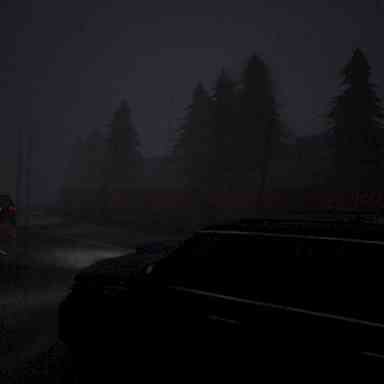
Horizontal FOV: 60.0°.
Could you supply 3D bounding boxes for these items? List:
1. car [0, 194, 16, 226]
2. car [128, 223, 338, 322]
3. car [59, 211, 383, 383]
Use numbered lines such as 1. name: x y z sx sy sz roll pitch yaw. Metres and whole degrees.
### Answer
1. car: -13.483 1.179 22.482 2.150 2.045 5.566 0 0 -38
2. car: 0.753 1.608 8.010 4.718 1.301 1.895 0 0 39
3. car: 0.961 1.228 3.422 5.566 2.045 2.150 0 0 37
